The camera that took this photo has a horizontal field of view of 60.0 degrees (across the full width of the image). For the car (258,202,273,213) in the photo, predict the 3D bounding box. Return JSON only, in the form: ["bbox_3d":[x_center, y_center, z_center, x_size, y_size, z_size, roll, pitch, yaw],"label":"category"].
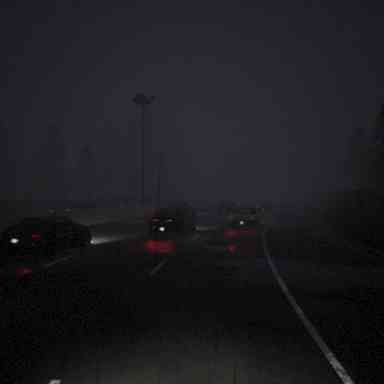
[{"bbox_3d":[9.158,1.898,41.792,1.895,1.301,4.718,0,0,17],"label":"car"}]

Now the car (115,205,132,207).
[{"bbox_3d":[-10.415,1.647,50.208,2.097,1.767,4.553,0,0,17],"label":"car"}]

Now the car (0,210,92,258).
[{"bbox_3d":[-5.667,1.634,13.193,1.994,1.385,4.181,0,0,8],"label":"car"}]

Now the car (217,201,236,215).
[{"bbox_3d":[4.105,1.731,37.177,1.882,1.535,5.008,0,0,17],"label":"car"}]

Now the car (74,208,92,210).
[{"bbox_3d":[-9.833,1.505,27.858,2.097,1.767,4.553,0,0,16],"label":"car"}]

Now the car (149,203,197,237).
[{"bbox_3d":[-0.995,1.627,19.135,1.837,1.490,4.892,0,0,12],"label":"car"}]

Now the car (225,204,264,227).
[{"bbox_3d":[3.906,1.770,24.224,1.895,1.301,4.718,0,0,16],"label":"car"}]
